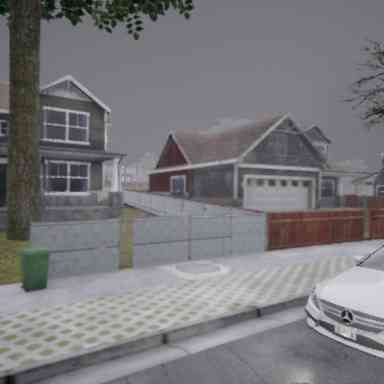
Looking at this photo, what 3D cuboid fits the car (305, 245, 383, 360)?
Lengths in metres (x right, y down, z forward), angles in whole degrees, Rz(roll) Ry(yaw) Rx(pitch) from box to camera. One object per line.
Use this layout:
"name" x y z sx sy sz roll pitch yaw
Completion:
"car" 3.945 1.548 5.541 4.674 1.442 1.812 0 0 -32
